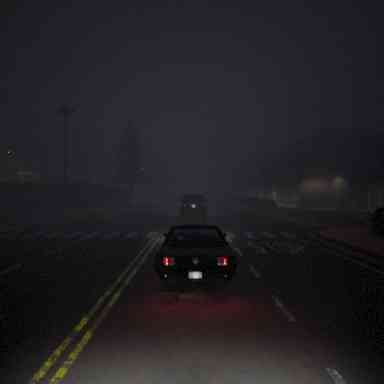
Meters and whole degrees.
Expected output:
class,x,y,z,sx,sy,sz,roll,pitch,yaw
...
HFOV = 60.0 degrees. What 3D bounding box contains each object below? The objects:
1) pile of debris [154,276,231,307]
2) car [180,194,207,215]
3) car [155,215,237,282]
class,x,y,z,sx,sy,sz,roll,pitch,yaw
pile of debris,0.002,2.169,7.421,1.500,0.140,1.860,0,0,0
car,0.129,1.197,29.057,2.150,2.045,5.566,0,0,0
car,0.090,1.592,9.735,1.895,1.301,4.718,0,0,0
